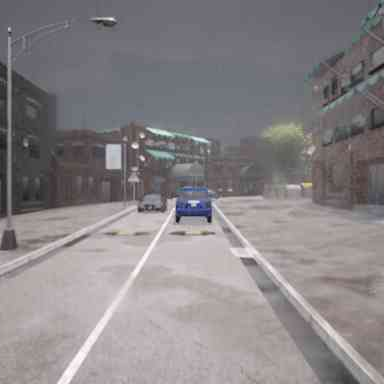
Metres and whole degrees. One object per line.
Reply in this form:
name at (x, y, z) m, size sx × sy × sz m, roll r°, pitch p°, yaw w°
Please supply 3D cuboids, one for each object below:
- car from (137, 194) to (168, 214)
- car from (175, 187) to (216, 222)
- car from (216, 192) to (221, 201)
car at (-2.997, 0.861, 25.857) m, size 1.994 × 1.385 × 4.181 m, roll 0°, pitch 2°, yaw 1°
car at (0.098, 0.697, 21.197) m, size 2.150 × 2.045 × 5.566 m, roll 0°, pitch 2°, yaw 0°
car at (1.988, 0.364, 39.511) m, size 1.812 × 1.442 × 4.674 m, roll -1°, pitch 1°, yaw 21°
